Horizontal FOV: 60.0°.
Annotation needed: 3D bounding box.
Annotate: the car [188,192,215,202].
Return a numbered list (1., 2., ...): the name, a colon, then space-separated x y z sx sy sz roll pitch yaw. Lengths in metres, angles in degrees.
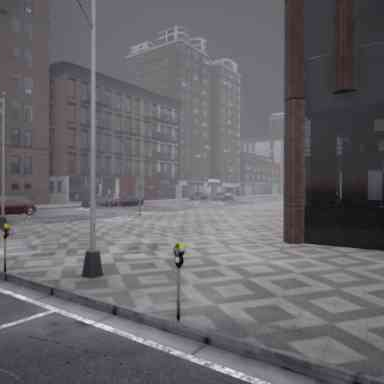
1. car: 1.302 0.798 55.602 1.837 1.490 4.892 0 0 36

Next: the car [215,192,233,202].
1. car: 5.266 0.806 55.507 1.812 1.442 4.674 0 1 36

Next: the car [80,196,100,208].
1. car: -10.852 1.136 38.814 1.994 1.385 4.181 0 1 36

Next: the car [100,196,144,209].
1. car: -7.672 1.177 37.669 1.895 1.301 4.718 0 1 36

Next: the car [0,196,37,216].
1. car: -15.265 1.112 27.106 2.097 1.767 4.553 0 1 36
